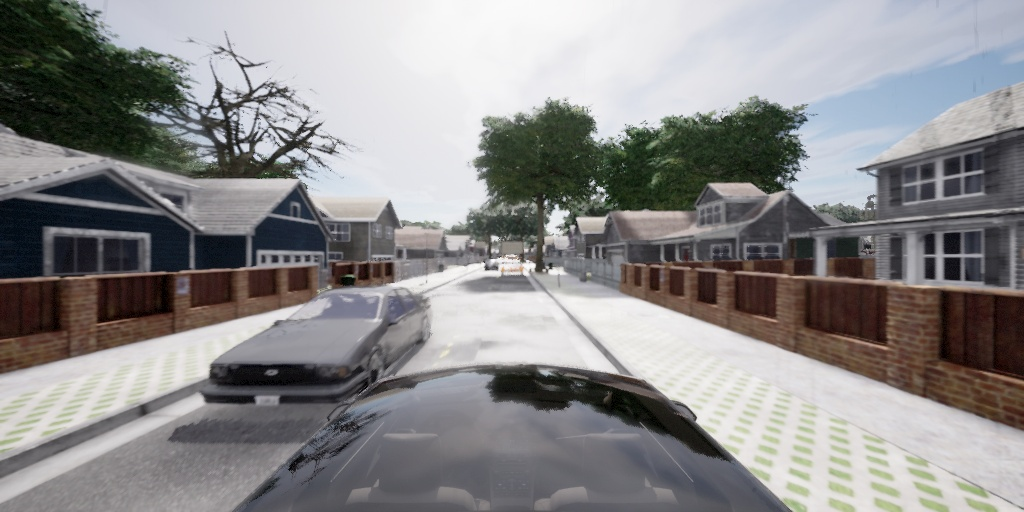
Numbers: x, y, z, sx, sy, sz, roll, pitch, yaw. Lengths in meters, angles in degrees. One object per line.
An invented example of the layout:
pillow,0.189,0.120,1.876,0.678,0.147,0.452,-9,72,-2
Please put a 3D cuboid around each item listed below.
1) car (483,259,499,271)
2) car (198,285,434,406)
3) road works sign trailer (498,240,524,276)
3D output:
car,-2.789,1.175,49.229,2.128,1.511,4.902,0,0,0
car,-2.848,1.295,6.837,2.033,1.411,5.357,0,0,0
road works sign trailer,0.029,0.172,37.282,2.380,3.560,2.880,0,0,0
